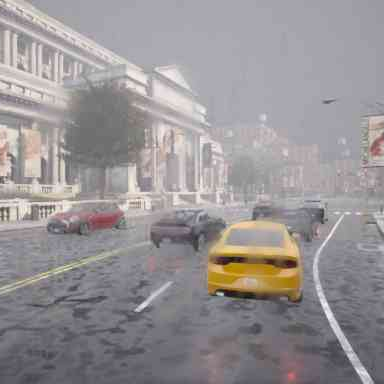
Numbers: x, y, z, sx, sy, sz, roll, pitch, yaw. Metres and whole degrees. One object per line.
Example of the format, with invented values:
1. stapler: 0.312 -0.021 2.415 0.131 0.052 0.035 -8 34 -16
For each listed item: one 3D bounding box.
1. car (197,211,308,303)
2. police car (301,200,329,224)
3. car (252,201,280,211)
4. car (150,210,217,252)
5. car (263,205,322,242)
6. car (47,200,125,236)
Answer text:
1. car: 1.687 1.478 8.412 1.882 1.535 5.008 0 0 15
2. police car: 9.132 1.425 25.075 1.930 1.638 5.238 0 0 27
3. car: 6.268 1.503 26.935 1.837 1.490 4.892 0 -1 27
4. car: 0.047 1.491 13.996 2.128 1.511 4.902 0 0 23
5. car: 5.137 1.564 16.715 1.994 1.385 4.181 0 0 26
6. car: -5.799 1.351 18.649 2.097 1.767 4.553 0 0 26
